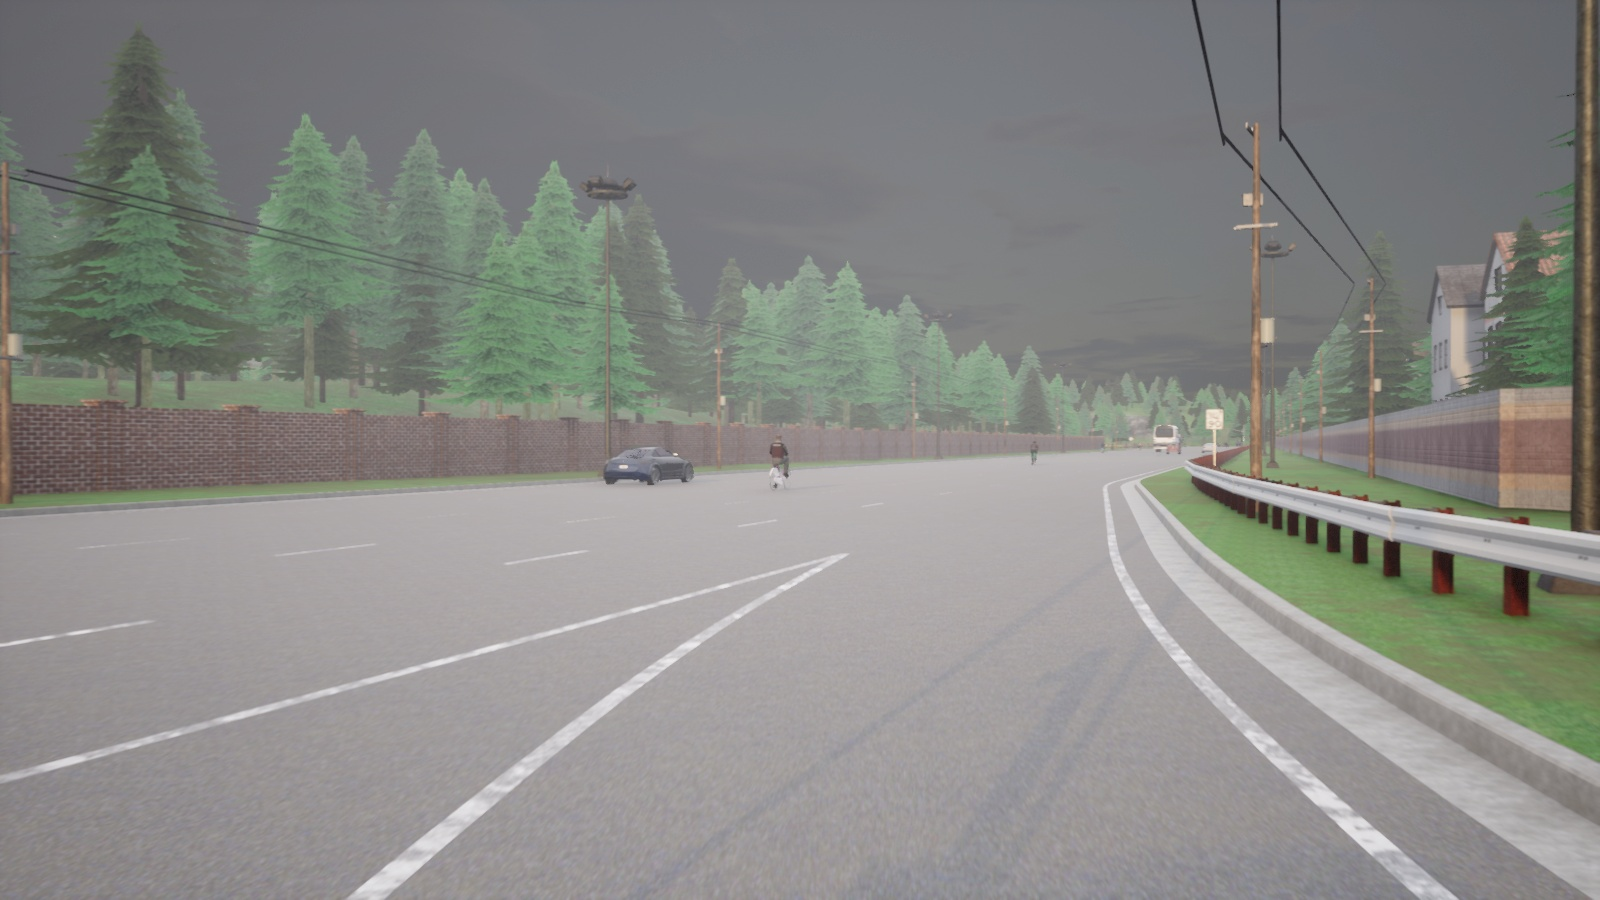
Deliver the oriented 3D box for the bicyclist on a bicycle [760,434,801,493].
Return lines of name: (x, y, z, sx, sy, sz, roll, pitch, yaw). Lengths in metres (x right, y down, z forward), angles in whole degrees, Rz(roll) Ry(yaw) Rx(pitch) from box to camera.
bicyclist on a bicycle: (-0.591, 0.397, 38.998, 0.659, 1.776, 1.843, 0, 1, 20)

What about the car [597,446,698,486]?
car: (-5.507, 0.545, 45.928, 1.994, 1.385, 4.181, 0, 0, 20)
